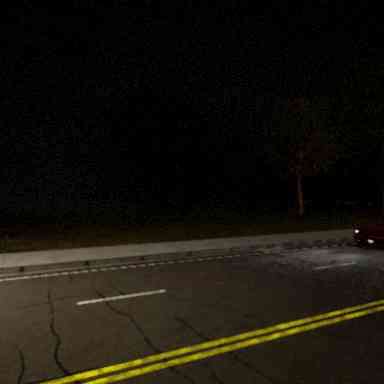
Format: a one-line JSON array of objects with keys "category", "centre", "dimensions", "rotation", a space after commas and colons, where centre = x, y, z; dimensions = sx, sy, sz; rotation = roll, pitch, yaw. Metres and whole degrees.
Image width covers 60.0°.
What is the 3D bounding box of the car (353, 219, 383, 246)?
[{"category": "car", "centre": [9.918, 1.914, 15.913], "dimensions": [4.718, 1.301, 1.895], "rotation": [0, -1, -28]}]
